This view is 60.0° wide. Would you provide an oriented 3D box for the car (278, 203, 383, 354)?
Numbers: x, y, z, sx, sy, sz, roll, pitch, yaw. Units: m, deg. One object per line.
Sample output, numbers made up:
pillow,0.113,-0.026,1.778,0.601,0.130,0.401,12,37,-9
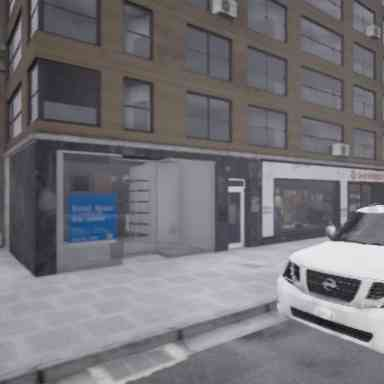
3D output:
car,3.988,1.225,5.969,5.566,2.045,2.150,0,0,-36
